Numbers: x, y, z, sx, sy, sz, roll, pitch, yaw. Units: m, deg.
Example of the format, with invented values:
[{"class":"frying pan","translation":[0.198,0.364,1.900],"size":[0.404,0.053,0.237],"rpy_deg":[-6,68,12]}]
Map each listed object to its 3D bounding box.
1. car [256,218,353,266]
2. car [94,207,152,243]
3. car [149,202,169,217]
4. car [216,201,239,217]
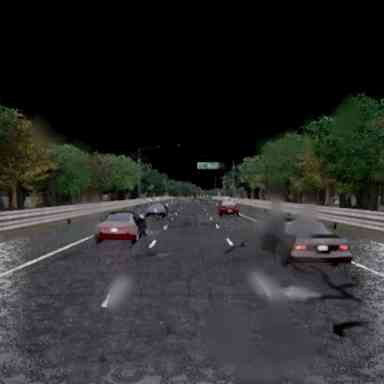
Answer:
[{"class":"car","translation":[3.599,1.604,11.671],"size":[2.033,1.411,5.357],"rpy_deg":[0,0,0]},{"class":"car","translation":[-3.403,1.644,16.548],"size":[1.994,1.385,4.181],"rpy_deg":[0,0,0]},{"class":"car","translation":[-3.407,1.724,33.082],"size":[1.994,1.385,4.181],"rpy_deg":[0,0,0]},{"class":"car","translation":[3.594,1.642,33.990],"size":[1.882,1.535,5.008],"rpy_deg":[0,0,0]}]
